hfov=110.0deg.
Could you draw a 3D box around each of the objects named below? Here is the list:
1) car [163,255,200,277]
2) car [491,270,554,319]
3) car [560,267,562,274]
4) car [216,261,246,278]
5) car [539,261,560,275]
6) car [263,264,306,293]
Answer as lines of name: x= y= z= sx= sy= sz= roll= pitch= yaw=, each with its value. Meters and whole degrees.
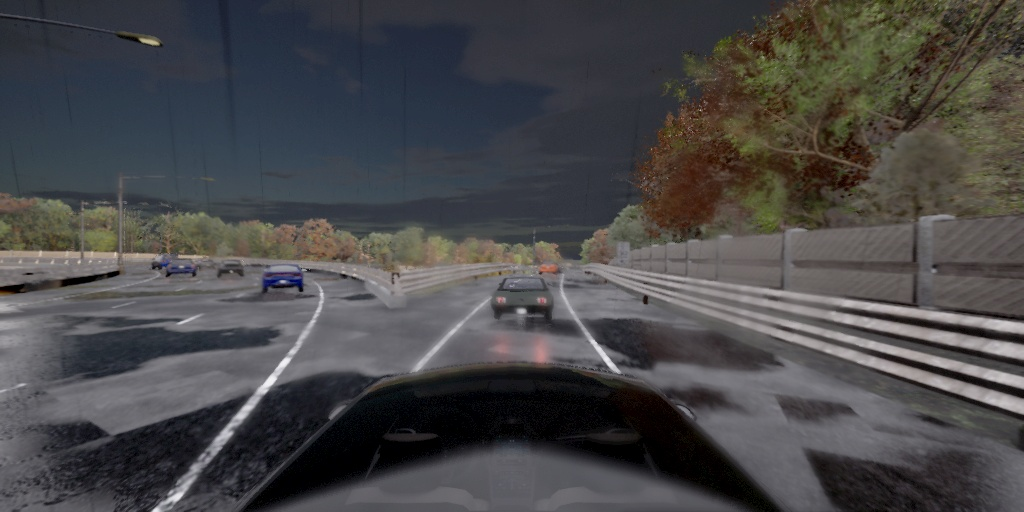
car: x=-31.508 y=1.011 z=34.299 sx=2.097 sy=1.767 sz=4.553 roll=0 pitch=0 yaw=-41
car: x=0.448 y=1.356 z=12.871 sx=1.895 sy=1.301 sz=4.718 roll=0 pitch=0 yaw=4
car: x=6.545 y=2.081 z=56.638 sx=1.837 sy=1.490 sz=4.892 roll=0 pitch=-3 yaw=9
car: x=-26.319 y=1.180 z=33.613 sx=1.837 sy=1.490 sz=4.892 roll=1 pitch=0 yaw=-39
car: x=4.417 y=1.353 z=43.102 sx=2.097 sy=1.767 sz=4.553 roll=0 pitch=-1 yaw=8
car: x=-13.191 y=1.191 z=20.876 sx=1.882 sy=1.535 sz=5.008 roll=0 pitch=0 yaw=-30
